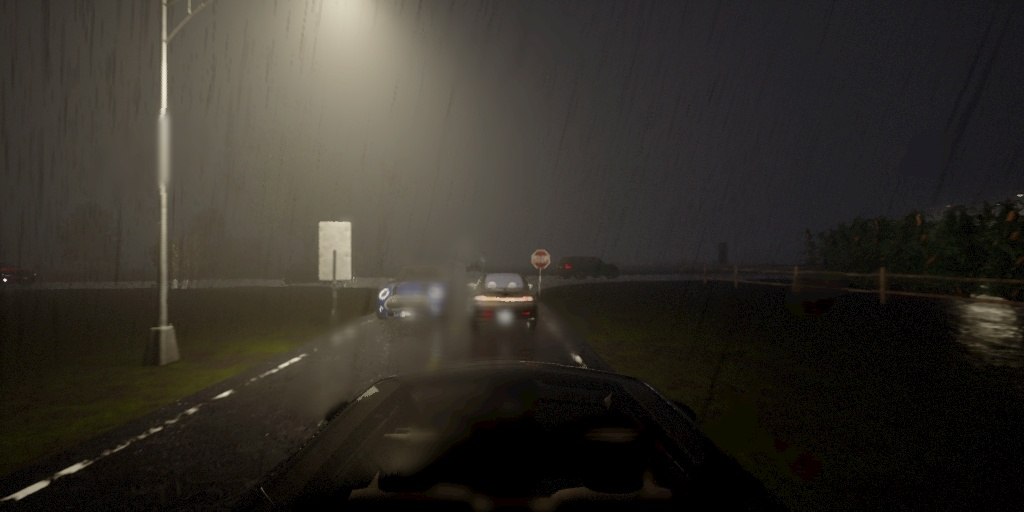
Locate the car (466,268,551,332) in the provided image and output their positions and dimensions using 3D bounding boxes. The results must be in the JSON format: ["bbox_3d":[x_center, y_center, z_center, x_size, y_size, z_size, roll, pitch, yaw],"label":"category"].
[{"bbox_3d":[-0.292,1.280,11.103,2.128,1.511,4.902,0,0,-3],"label":"car"}]

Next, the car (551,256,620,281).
[{"bbox_3d":[6.587,1.017,30.898,5.566,2.045,2.150,0,-1,-24],"label":"car"}]

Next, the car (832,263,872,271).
[{"bbox_3d":[37.251,1.099,38.651,5.357,1.411,2.033,0,0,-6],"label":"car"}]

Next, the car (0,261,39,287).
[{"bbox_3d":[-39.924,1.358,27.262,5.566,2.045,2.150,0,0,-3],"label":"car"}]

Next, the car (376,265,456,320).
[{"bbox_3d":[-3.237,1.151,12.855,2.097,1.767,4.553,0,0,-4],"label":"car"}]

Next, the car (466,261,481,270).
[{"bbox_3d":[-5.486,1.500,50.981,1.812,1.442,4.674,0,0,-10],"label":"car"}]

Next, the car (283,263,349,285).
[{"bbox_3d":[-15.411,1.313,28.377,4.553,1.767,2.097,0,0,4],"label":"car"}]

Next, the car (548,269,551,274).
[{"bbox_3d":[6.160,1.352,34.875,5.357,1.411,2.033,0,0,-6],"label":"car"}]
